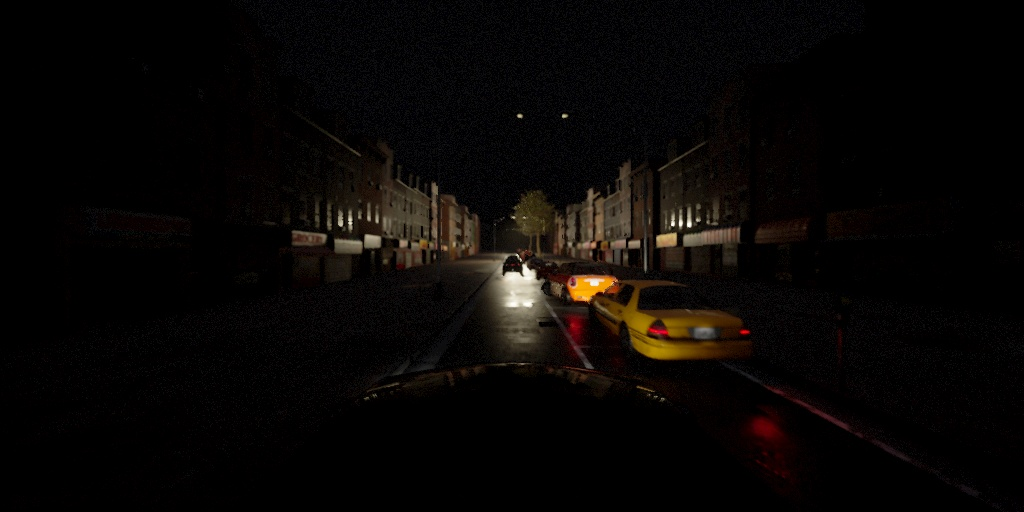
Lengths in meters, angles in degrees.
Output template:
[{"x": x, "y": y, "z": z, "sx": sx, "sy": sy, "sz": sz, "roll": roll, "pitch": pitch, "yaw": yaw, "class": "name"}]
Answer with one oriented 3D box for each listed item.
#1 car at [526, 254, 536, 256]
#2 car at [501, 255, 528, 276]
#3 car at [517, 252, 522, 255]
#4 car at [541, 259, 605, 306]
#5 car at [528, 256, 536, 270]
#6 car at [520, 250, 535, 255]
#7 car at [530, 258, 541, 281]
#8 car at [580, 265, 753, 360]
[{"x": 2.641, "y": 0.787, "z": 43.914, "sx": 1.751, "sy": 1.417, "sz": 4.829, "roll": 0, "pitch": 0, "yaw": 0, "class": "car"}, {"x": 0.077, "y": 0.940, "z": 32.753, "sx": 2.128, "sy": 1.511, "sz": 4.902, "roll": 0, "pitch": 1, "yaw": 0, "class": "car"}, {"x": 0.084, "y": 0.639, "z": 50.074, "sx": 1.837, "sy": 1.490, "sz": 4.892, "roll": 0, "pitch": 2, "yaw": 0, "class": "car"}, {"x": 2.811, "y": 1.006, "z": 15.304, "sx": 2.097, "sy": 1.767, "sz": 4.553, "roll": 0, "pitch": 0, "yaw": -6, "class": "car"}, {"x": 2.641, "y": 0.944, "z": 38.183, "sx": 1.802, "sy": 1.307, "sz": 4.207, "roll": 0, "pitch": 0, "yaw": 0, "class": "car"}, {"x": 2.642, "y": 0.339, "z": 54.865, "sx": 2.192, "sy": 1.841, "sz": 5.009, "roll": 0, "pitch": 0, "yaw": 0, "class": "car"}, {"x": 2.640, "y": 1.072, "z": 27.061, "sx": 1.888, "sy": 1.381, "sz": 4.507, "roll": 0, "pitch": 0, "yaw": 0, "class": "car"}, {"x": 3.026, "y": 1.169, "z": 8.195, "sx": 1.801, "sy": 1.575, "sz": 5.366, "roll": 0, "pitch": 0, "yaw": 0, "class": "car"}]
